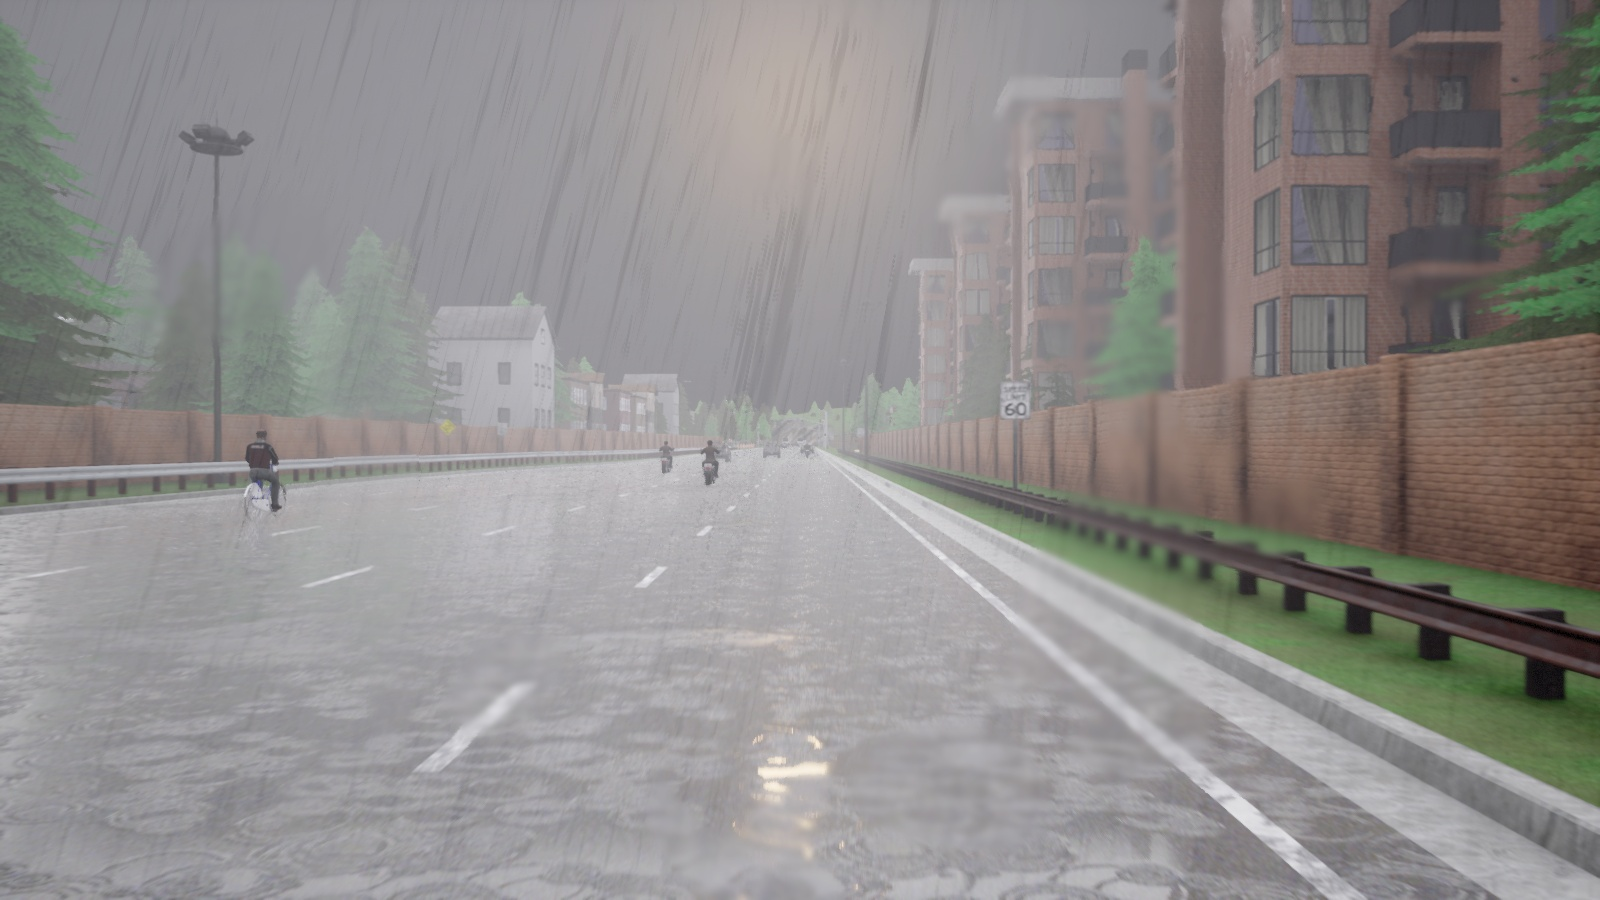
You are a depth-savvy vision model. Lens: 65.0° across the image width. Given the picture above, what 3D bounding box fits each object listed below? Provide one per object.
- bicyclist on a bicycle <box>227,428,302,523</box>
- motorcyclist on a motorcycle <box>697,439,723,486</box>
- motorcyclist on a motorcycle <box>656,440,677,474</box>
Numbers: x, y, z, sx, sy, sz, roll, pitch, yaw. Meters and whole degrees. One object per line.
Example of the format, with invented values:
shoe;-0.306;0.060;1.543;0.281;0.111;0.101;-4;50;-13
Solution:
bicyclist on a bicycle;-10.347;0.472;24.337;0.659;1.776;1.843;0;1;0
motorcyclist on a motorcycle;-3.227;0.440;45.316;0.766;1.649;2.350;0;0;0
motorcyclist on a motorcycle;-6.630;0.341;62.441;0.766;1.649;2.350;0;0;0
